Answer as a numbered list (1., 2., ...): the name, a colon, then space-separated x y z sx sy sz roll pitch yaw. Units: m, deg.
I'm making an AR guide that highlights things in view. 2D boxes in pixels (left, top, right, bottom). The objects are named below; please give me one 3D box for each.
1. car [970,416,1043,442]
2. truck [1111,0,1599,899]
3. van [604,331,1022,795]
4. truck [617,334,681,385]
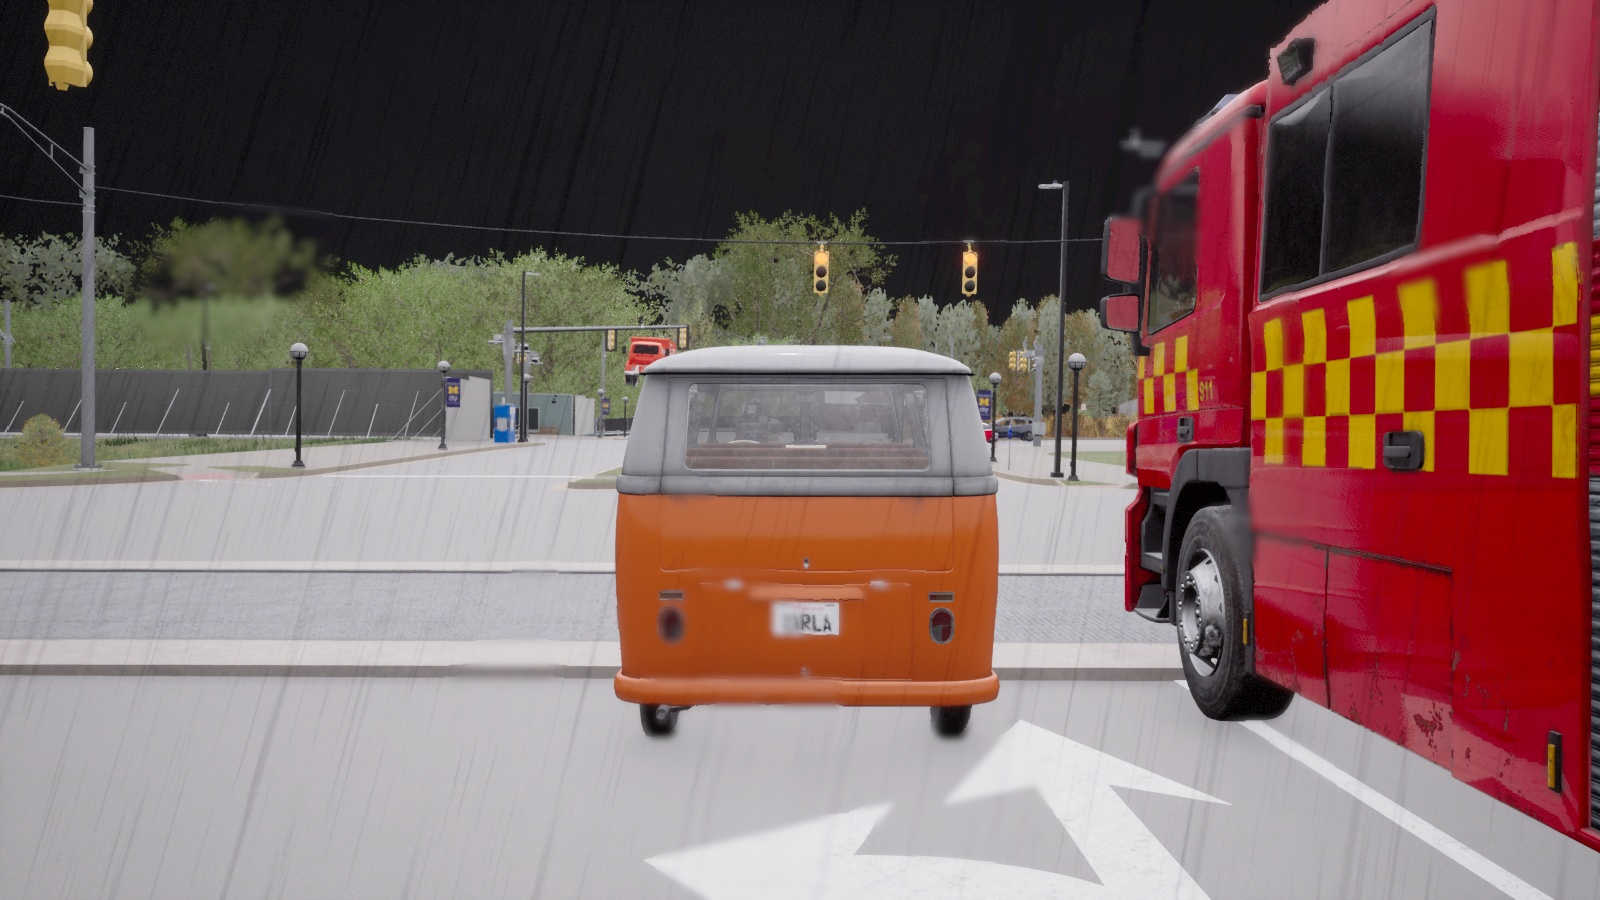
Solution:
1. car: 14.024 -1.456 85.497 4.611 1.667 2.242 -1 2 0
2. truck: 3.567 -0.440 4.371 2.891 3.827 8.468 0 0 0
3. van: 0.055 0.406 7.595 1.775 1.987 4.442 0 2 0
4. truck: -8.160 -4.874 68.444 2.627 2.467 5.204 3 2 1
